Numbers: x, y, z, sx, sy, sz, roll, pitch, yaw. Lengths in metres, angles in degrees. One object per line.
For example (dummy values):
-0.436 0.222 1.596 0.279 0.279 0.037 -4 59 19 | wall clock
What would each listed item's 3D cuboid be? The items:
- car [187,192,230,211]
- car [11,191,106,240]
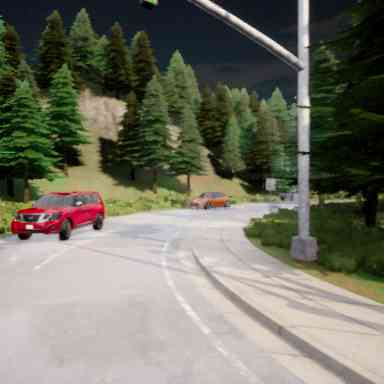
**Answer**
1.620 0.780 31.623 2.097 1.767 4.553 0 1 41 | car
-6.054 0.993 15.944 2.150 2.045 5.566 0 1 8 | car
